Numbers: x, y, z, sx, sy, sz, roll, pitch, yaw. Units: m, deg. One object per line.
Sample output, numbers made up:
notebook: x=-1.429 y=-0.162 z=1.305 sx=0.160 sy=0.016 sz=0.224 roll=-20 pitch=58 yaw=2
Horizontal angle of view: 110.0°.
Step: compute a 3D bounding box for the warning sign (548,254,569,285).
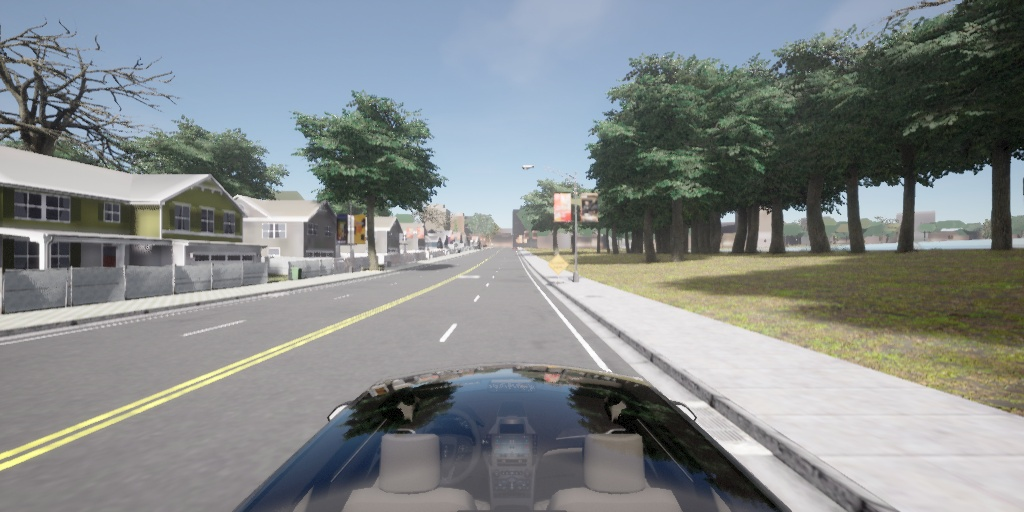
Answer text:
warning sign: x=2.850 y=0.821 z=22.063 sx=1.300 sy=1.860 sz=1.060 roll=0 pitch=0 yaw=0
